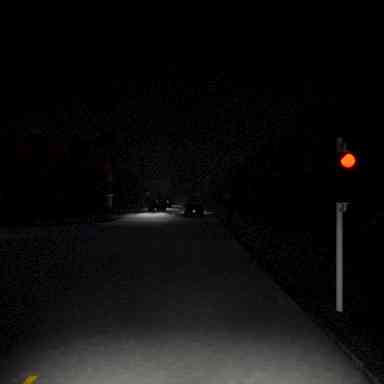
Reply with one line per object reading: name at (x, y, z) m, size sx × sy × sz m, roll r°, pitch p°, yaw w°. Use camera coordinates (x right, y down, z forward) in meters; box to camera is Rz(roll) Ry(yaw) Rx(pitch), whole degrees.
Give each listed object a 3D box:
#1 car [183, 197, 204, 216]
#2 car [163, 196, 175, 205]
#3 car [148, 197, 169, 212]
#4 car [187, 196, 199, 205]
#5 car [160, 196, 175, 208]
car at (0.156, 1.525, 32.402) m, size 1.812 × 1.442 × 4.674 m, roll 0°, pitch 0°, yaw -1°
car at (-4.041, 1.526, 58.502) m, size 1.812 × 1.442 × 4.674 m, roll 0°, pitch 0°, yaw 0°
car at (-4.090, 1.601, 39.385) m, size 1.895 × 1.301 × 4.718 m, roll 0°, pitch 0°, yaw 0°
car at (0.142, 1.547, 60.245) m, size 2.033 × 1.411 × 5.357 m, roll 0°, pitch 0°, yaw -2°
car at (-4.076, 1.352, 48.348) m, size 2.097 × 1.767 × 4.553 m, roll 0°, pitch 0°, yaw 0°
